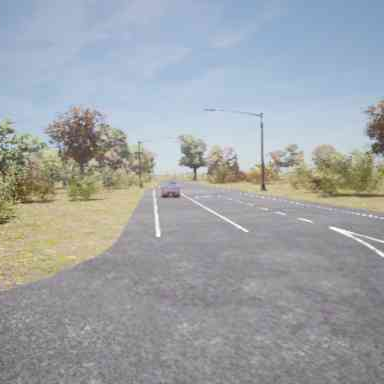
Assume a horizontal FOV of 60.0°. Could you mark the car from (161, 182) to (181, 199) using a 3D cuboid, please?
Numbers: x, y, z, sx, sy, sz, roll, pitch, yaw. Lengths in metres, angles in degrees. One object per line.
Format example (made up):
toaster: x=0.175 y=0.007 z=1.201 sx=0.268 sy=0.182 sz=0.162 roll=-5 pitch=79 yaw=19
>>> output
car: x=-2.371 y=-0.062 z=36.145 sx=1.994 sy=1.385 sz=4.181 roll=-2 pitch=3 yaw=-7

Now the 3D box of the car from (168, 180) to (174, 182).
car: x=-5.956 y=-2.832 z=95.222 sx=2.033 sy=1.411 sz=5.357 roll=-2 pitch=3 yaw=-6
